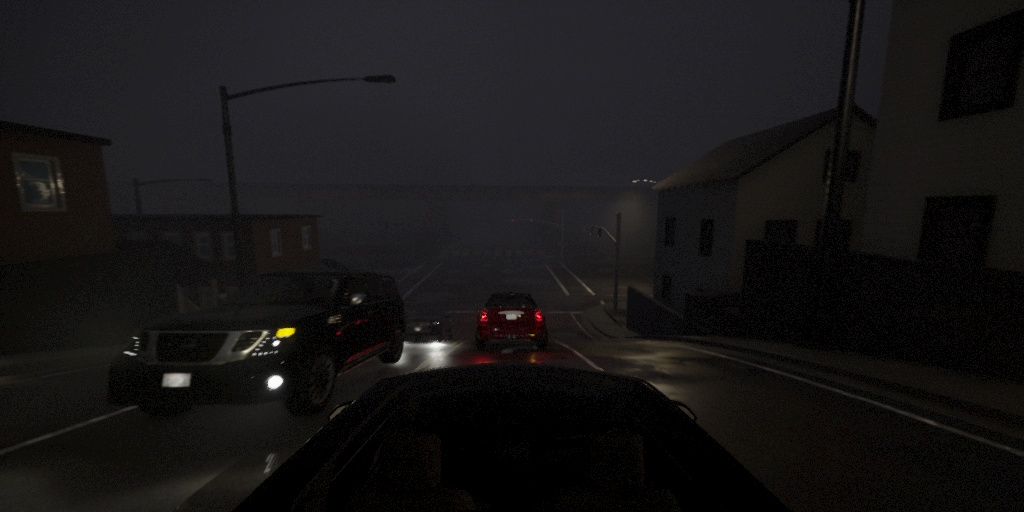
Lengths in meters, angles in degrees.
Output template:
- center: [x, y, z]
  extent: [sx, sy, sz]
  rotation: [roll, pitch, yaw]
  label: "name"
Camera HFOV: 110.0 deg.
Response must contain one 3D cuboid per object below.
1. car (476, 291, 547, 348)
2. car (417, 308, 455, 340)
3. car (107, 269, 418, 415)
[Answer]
- center: [-0.051, 2.112, 12.371]
  extent: [2.097, 1.767, 4.553]
  rotation: [0, -9, -1]
  label: "car"
- center: [-3.773, 3.153, 16.557]
  extent: [1.812, 1.442, 4.674]
  rotation: [0, -13, -1]
  label: "car"
- center: [-3.643, 1.249, 6.667]
  extent: [2.150, 2.045, 5.566]
  rotation: [0, -5, 0]
  label: "car"
